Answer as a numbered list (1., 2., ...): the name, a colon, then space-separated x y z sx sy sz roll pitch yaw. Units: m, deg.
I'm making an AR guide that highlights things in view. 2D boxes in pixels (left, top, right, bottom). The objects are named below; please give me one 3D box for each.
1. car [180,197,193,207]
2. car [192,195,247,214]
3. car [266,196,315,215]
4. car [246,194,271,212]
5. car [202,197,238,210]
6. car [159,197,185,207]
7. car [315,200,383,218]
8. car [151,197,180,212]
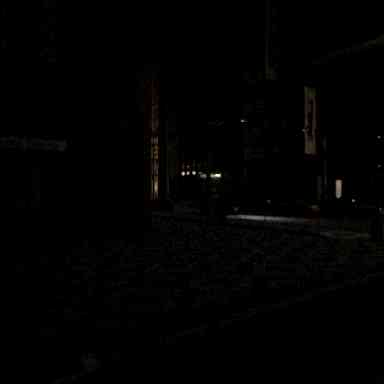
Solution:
1. car: 0.065 1.389 45.587 1.752 1.417 4.829 -1 0 -35
2. car: 2.553 1.356 31.881 2.128 1.511 4.902 0 0 -35
3. car: 9.741 1.343 31.847 1.752 1.417 4.829 -1 0 -35
4. car: 6.612 1.148 36.287 2.192 1.841 5.009 -1 0 -35
5. car: 3.388 1.393 40.868 1.887 1.381 4.507 -1 0 -35
6. car: -3.063 1.429 50.028 2.008 1.369 4.403 -1 0 -35
7. car: 12.967 1.328 27.267 1.752 1.417 4.829 -1 0 -35
8. car: -3.571 1.443 35.945 1.887 1.381 4.507 -1 0 -35
